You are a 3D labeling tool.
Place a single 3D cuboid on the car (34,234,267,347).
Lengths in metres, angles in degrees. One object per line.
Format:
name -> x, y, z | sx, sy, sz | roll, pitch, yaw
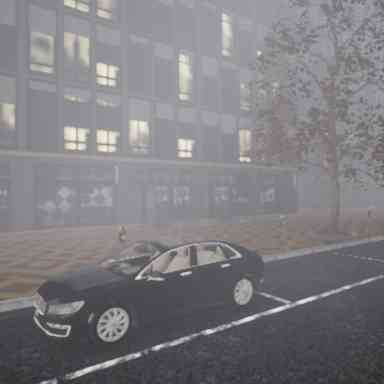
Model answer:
car -> -0.512, 1.528, 6.191 | 4.403, 1.369, 2.008 | -1, 1, -35
